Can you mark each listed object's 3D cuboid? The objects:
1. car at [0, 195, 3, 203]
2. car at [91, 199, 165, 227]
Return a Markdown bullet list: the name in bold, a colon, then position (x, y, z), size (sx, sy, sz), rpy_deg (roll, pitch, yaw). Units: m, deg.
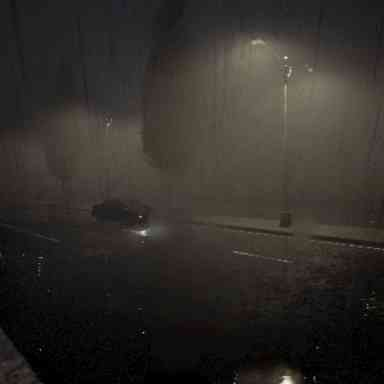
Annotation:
- **car**: position (-25.507, 0.633, 41.905), size (2.033, 1.411, 5.357), rpy_deg (-2, 2, -43)
- **car**: position (-3.872, 1.093, 19.154), size (2.033, 1.411, 5.357), rpy_deg (-2, 2, -44)
